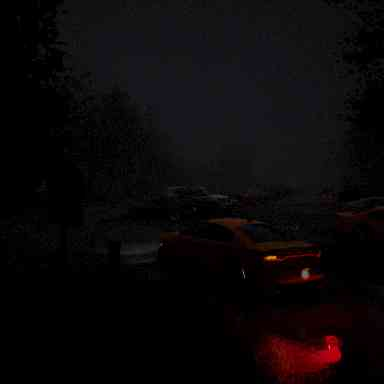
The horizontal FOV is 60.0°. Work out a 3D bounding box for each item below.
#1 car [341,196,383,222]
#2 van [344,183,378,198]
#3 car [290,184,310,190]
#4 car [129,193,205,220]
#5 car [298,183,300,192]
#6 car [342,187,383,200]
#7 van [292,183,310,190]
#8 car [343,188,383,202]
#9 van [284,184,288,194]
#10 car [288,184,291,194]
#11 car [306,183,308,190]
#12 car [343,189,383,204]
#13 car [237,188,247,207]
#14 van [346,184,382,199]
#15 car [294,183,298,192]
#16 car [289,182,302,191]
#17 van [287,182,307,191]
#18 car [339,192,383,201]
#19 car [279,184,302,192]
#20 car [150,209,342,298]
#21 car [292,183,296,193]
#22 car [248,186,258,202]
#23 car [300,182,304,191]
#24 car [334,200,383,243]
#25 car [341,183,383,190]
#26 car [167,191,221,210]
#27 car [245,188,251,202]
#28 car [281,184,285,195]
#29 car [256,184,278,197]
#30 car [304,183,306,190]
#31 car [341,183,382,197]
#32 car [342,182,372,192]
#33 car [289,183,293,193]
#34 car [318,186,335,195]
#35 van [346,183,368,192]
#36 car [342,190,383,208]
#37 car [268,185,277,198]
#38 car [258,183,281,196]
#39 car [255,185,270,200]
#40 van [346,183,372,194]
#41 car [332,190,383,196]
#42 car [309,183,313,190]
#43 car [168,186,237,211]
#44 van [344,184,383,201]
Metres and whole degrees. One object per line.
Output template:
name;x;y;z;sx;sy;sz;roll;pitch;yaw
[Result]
car;12.270;1.078;21.576;4.674;1.452;2.002;1;3;25
van;24.966;-0.262;49.236;4.442;1.987;1.878;1;2;25
car;28.417;-1.259;87.456;4.792;1.488;2.163;1;2;25
car;-1.951;1.084;22.057;4.792;1.488;2.163;1;3;25
car;17.908;-0.567;64.827;4.892;1.521;2.231;1;2;25
car;22.749;0.132;44.168;5.008;1.535;2.097;1;2;25
van;29.455;-1.556;90.036;4.442;1.987;1.878;1;1;25
car;20.444;0.337;39.136;4.792;1.488;2.163;1;2;25
van;12.176;-0.375;52.184;4.442;1.987;1.878;1;2;25
car;13.210;-0.206;54.771;4.792;1.488;2.163;1;2;25
car;23.730;-0.986;77.421;5.008;1.535;2.097;1;2;25
car;19.334;0.428;36.743;4.792;1.488;2.163;1;3;25
car;1.744;0.732;29.516;5.366;1.575;1.946;1;3;25
van;24.014;-0.175;46.625;4.442;1.987;1.878;1;2;25
car;16.568;-0.491;62.389;5.366;1.575;1.946;1;2;25
car;19.063;-0.651;67.350;4.892;1.521;2.231;1;2;25
van;25.962;-1.380;82.496;4.442;1.987;1.878;1;2;25
car;10.025;1.123;16.645;4.553;1.767;2.185;1;3;25
car;21.374;-0.945;72.392;4.553;1.767;2.185;1;2;25
car;0.887;1.401;8.438;1.882;1.535;5.008;2;-1;-31
car;15.543;-0.373;59.807;4.792;1.488;2.163;1;2;25
car;3.740;0.511;34.706;5.366;1.575;1.946;1;3;25
car;20.067;-0.741;69.943;5.366;1.575;1.946;1;2;25
car;8.828;1.355;14.153;5.008;1.535;2.097;1;3;25
car;15.790;0.466;29.085;5.566;2.045;2.435;1;3;25
car;-0.753;0.947;24.558;5.008;1.535;2.097;1;3;25
car;2.748;0.626;32.109;4.892;1.521;2.231;1;3;25
car;10.930;-0.038;49.711;4.792;1.488;2.163;1;2;25
car;8.564;0.108;44.689;4.892;1.521;2.231;1;3;25
car;22.540;-1.028;74.909;4.553;1.767;2.185;1;2;25
car;26.211;-0.370;51.709;5.566;2.045;2.435;1;2;25
car;35.575;-1.039;71.923;5.566;2.045;2.435;1;2;25
car;14.376;-0.289;57.289;4.792;1.488;2.163;1;2;25
car;23.589;-0.312;57.739;2.128;1.511;4.902;1;2;25
van;36.871;-1.095;74.375;4.442;1.987;1.878;1;2;25
car;16.902;0.638;31.631;4.792;1.488;2.163;1;3;25
car;7.575;0.203;42.099;5.366;1.575;1.946;1;2;25
car;9.766;-0.107;47.189;4.553;1.767;2.185;1;2;25
car;6.124;0.294;39.849;5.366;1.575;1.946;1;3;25
van;32.215;-0.762;64.326;4.442;1.987;1.878;1;2;25
car;13.268;0.925;24.163;5.366;1.575;1.946;1;3;25
car;27.261;-1.487;84.952;5.566;2.045;2.435;1;2;25
car;0.434;0.589;27.055;5.566;2.045;2.435;1;3;25
van;21.475;-0.009;41.681;4.442;1.987;1.878;1;2;24
